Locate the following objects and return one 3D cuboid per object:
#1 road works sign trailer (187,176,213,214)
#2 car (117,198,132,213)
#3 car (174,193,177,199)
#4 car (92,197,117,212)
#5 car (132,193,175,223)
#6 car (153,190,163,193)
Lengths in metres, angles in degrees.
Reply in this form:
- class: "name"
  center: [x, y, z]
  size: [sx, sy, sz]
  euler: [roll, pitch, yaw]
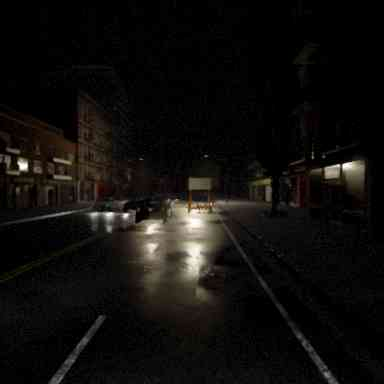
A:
- class: "road works sign trailer"
  center: [0.762, 0.249, 32.008]
  size: [2.380, 3.560, 2.880]
  euler: [0, 0, 2]
- class: "car"
  center: [-5.772, 1.314, 34.334]
  size: [2.033, 1.411, 5.357]
  euler: [0, 0, 2]
- class: "car"
  center: [-4.428, 0.869, 76.212]
  size: [1.882, 1.535, 5.008]
  euler: [0, 0, 2]
- class: "car"
  center: [-8.998, 1.286, 35.067]
  size: [1.812, 1.442, 4.674]
  euler: [0, 0, 2]
- class: "car"
  center: [-2.627, 1.191, 23.743]
  size: [2.097, 1.767, 4.553]
  euler: [0, 0, 2]
- class: "car"
  center: [-7.678, 0.615, 76.277]
  size: [2.150, 2.045, 5.566]
  euler: [0, 0, 2]
